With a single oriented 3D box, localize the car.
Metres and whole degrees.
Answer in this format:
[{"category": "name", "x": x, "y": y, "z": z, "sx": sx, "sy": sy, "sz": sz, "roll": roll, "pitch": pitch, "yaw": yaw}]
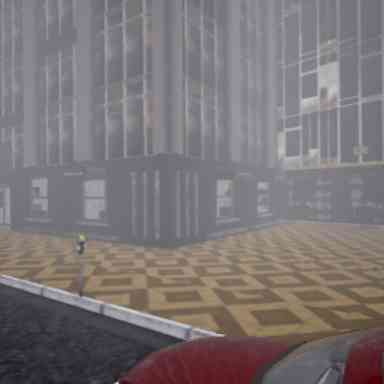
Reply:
[{"category": "car", "x": 1.261, "y": 1.582, "z": 1.974, "sx": 4.206, "sy": 1.307, "sz": 1.802, "roll": -1, "pitch": 0, "yaw": 36}]
